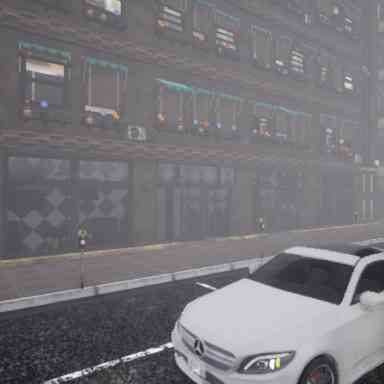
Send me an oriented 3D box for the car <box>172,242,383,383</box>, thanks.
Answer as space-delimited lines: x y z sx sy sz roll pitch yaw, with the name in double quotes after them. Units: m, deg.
1.938 1.526 4.771 4.674 1.442 1.812 0 0 -36 "car"
